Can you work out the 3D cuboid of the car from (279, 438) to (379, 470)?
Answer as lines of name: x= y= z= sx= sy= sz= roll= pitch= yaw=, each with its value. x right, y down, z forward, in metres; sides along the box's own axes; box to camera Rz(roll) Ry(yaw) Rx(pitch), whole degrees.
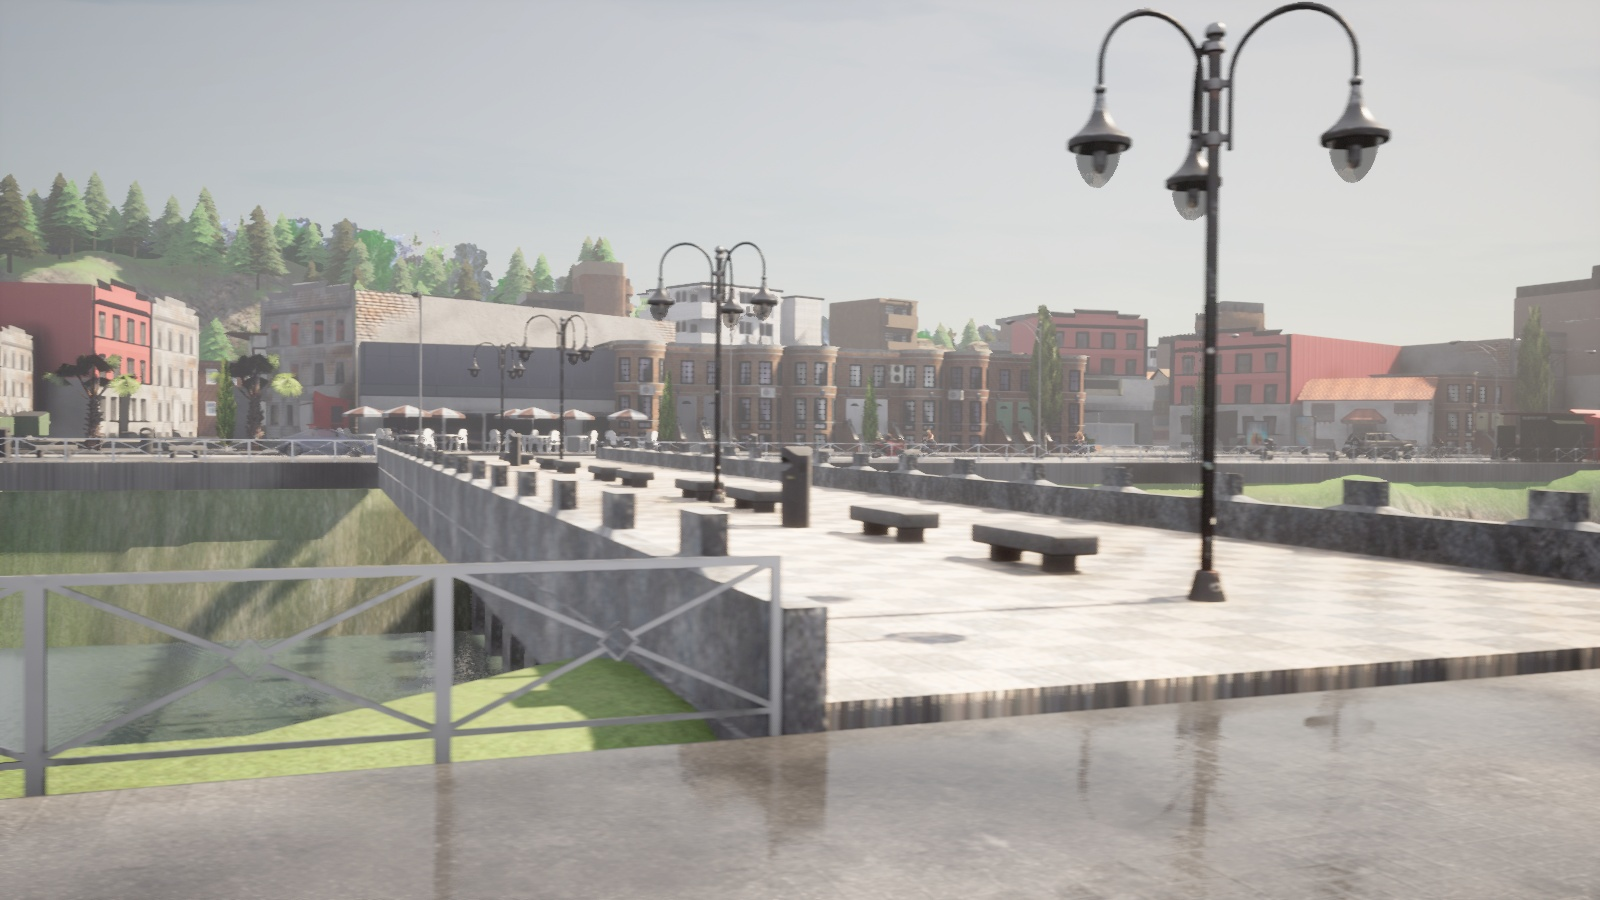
car: x=-21.482 y=0.162 z=57.310 sx=4.181 sy=1.385 sz=1.994 roll=-1 pitch=1 yaw=-21

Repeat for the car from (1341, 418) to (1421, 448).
car: x=36.773 y=-1.076 z=79.444 sx=4.605 sy=1.855 sz=1.932 roll=-1 pitch=1 yaw=-21

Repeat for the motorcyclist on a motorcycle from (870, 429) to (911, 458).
motorcyclist on a motorcycle: x=4.850 y=-0.368 z=67.315 sx=2.044 sy=1.523 sz=0.797 roll=-1 pitch=1 yaw=-21
